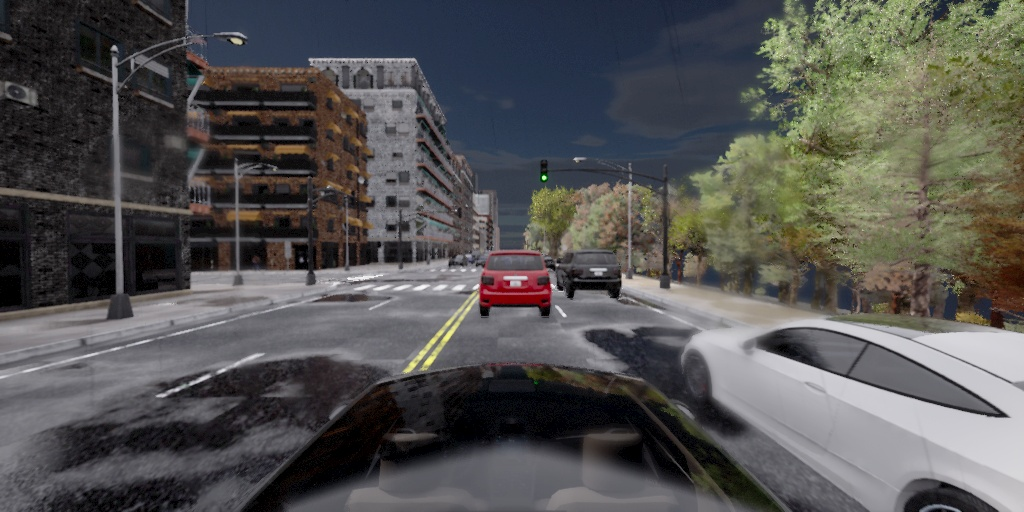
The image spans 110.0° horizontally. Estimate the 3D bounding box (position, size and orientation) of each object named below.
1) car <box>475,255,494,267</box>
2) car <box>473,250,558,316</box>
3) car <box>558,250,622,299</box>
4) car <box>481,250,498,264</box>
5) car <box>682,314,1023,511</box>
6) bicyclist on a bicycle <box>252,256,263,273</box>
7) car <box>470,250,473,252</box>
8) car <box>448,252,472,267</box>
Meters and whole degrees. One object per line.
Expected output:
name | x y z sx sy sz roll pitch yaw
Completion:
car | -3.379 0.628 44.749 1.994 1.385 4.181 0 1 0
car | 0.091 0.799 12.512 2.150 2.045 5.566 0 1 0
car | 3.339 0.732 16.497 2.150 2.045 5.566 0 1 0
car | -3.354 0.144 53.857 2.150 2.045 5.566 0 1 0
car | 3.347 1.251 3.210 1.812 1.442 4.674 0 1 0
bicyclist on a bicycle | -24.907 0.794 35.075 0.582 1.620 1.656 -1 1 -1
car | -6.556 -0.013 64.046 2.150 2.045 5.566 0 1 0
car | -6.599 0.575 44.347 1.837 1.490 4.892 0 1 2
